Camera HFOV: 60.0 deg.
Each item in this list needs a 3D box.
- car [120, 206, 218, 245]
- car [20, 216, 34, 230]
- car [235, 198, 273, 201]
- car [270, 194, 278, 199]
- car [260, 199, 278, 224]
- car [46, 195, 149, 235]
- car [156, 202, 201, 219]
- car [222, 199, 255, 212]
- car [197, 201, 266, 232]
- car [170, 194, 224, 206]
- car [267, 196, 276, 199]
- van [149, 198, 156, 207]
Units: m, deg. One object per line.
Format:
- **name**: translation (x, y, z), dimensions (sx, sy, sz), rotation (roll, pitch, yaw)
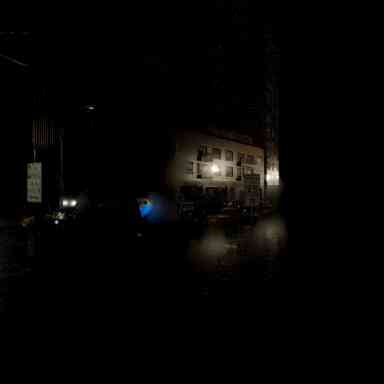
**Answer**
- **car**: translation (-0.903, 1.555, 15.570), dimensions (2.008, 1.369, 4.403), rotation (0, 0, 36)
- **car**: translation (-7.913, 1.514, 20.425), dimensions (1.752, 1.417, 4.829), rotation (0, 0, 36)
- **car**: translation (6.751, 1.589, 36.238), dimensions (1.895, 1.301, 4.718), rotation (0, 0, 36)
- **car**: translation (12.167, 1.288, 48.094), dimensions (2.192, 1.841, 5.009), rotation (0, 0, 36)
- **car**: translation (5.855, 1.531, 24.883), dimensions (1.752, 1.417, 4.829), rotation (0, 0, 36)
- **car**: translation (-5.407, 1.216, 19.507), dimensions (2.150, 2.045, 5.566), rotation (0, 0, 36)
- **car**: translation (-1.153, 1.572, 29.741), dimensions (1.802, 1.307, 4.206), rotation (0, 0, 36)
- **car**: translation (5.507, 1.548, 38.917), dimensions (1.947, 1.339, 4.313), rotation (0, 0, 36)
- **car**: translation (2.526, 1.531, 20.294), dimensions (1.752, 1.417, 4.829), rotation (0, 0, 36)
- **car**: translation (0.682, 1.216, 27.890), dimensions (2.150, 2.045, 5.566), rotation (0, 0, 36)
- **car**: translation (8.836, 1.543, 43.506), dimensions (1.947, 1.339, 4.313), rotation (0, 0, 36)
- **van**: translation (-4.483, 1.331, 25.151), dimensions (1.690, 1.788, 3.998), rotation (0, 0, 36)
